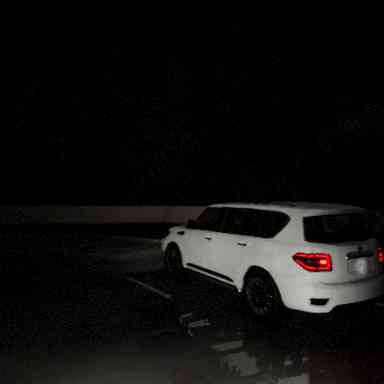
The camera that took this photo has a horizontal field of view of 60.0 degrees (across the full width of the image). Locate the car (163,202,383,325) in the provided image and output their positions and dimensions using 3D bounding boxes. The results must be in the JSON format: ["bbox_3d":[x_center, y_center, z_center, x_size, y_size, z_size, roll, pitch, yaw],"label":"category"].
[{"bbox_3d":[1.309,1.218,7.520,2.150,2.045,5.566,1,0,-30],"label":"car"}]
